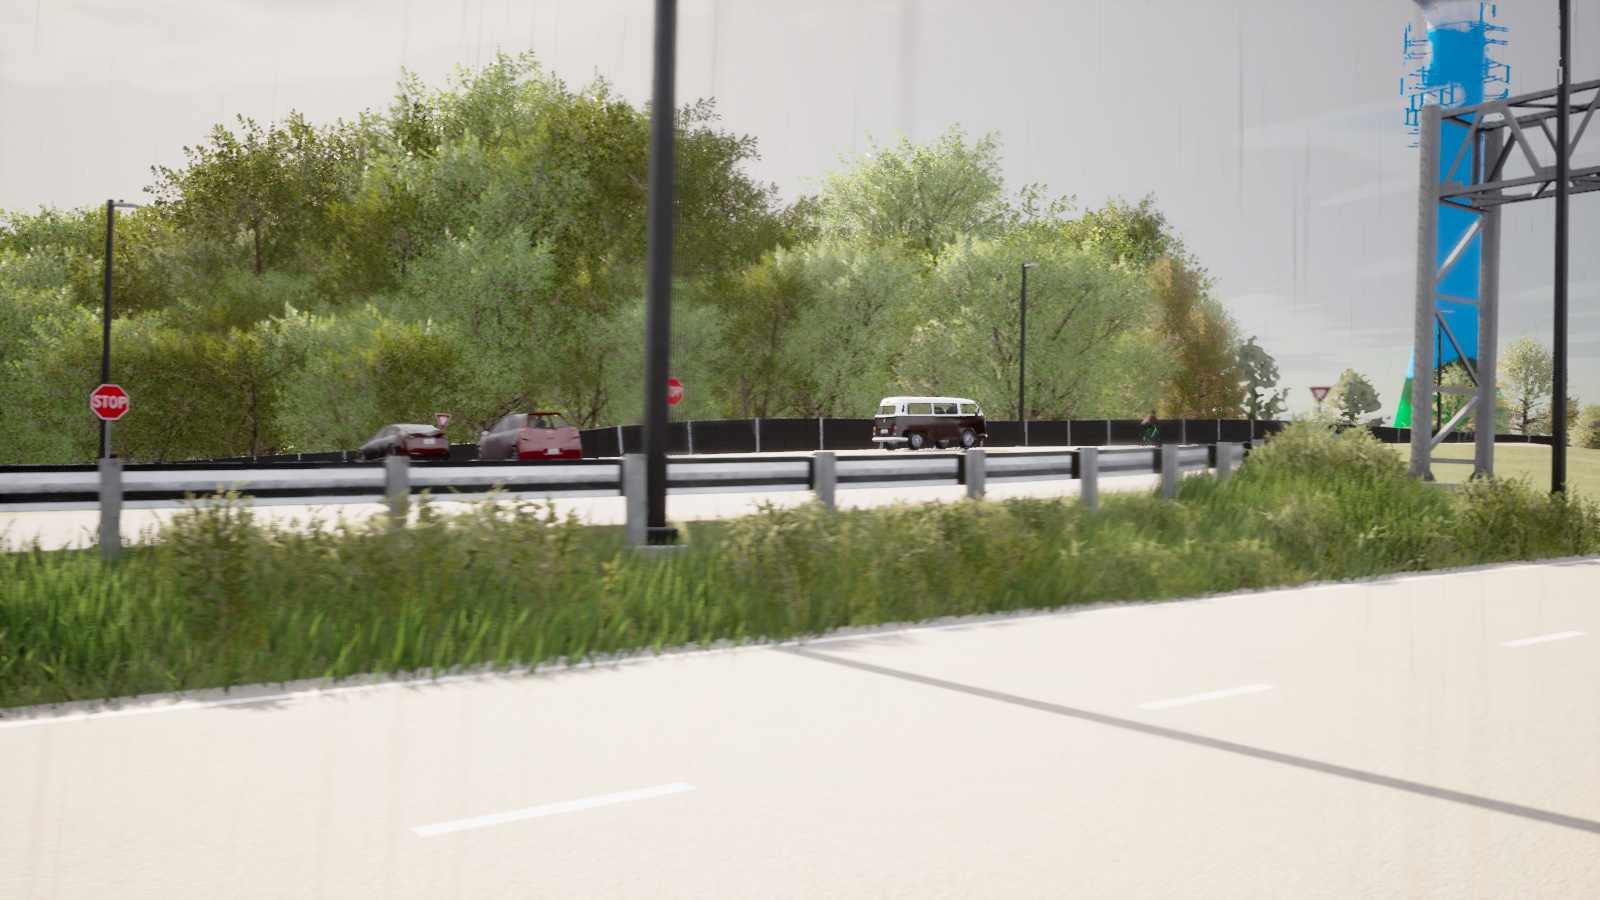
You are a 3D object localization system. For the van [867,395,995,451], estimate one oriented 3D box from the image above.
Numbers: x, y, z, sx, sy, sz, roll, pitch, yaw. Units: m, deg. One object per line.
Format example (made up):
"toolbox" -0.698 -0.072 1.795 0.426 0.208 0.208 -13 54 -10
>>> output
"van" 5.032 -1.032 48.082 4.480 2.038 2.069 -2 1 -31

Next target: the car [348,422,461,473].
"car" -13.981 -0.058 44.253 2.163 1.488 4.792 -1 -3 -39

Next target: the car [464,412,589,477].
"car" -6.985 -0.138 31.862 1.845 1.501 3.633 -3 1 -34
